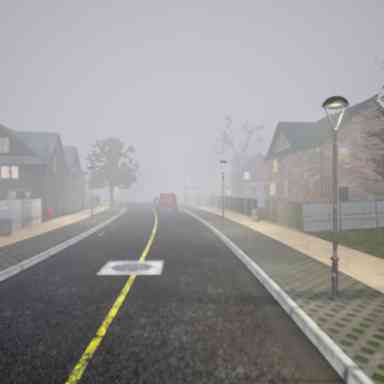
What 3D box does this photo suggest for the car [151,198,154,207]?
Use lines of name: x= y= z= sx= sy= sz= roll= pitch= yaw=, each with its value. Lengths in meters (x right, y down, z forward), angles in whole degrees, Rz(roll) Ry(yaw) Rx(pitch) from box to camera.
car: x=-4.905 y=1.383 z=49.130 sx=1.882 sy=1.535 sz=5.008 roll=0 pitch=0 yaw=-12

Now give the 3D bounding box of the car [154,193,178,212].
car: x=-2.869 y=1.094 z=37.682 sx=2.150 sy=2.045 sz=5.566 roll=0 pitch=0 yaw=-8
